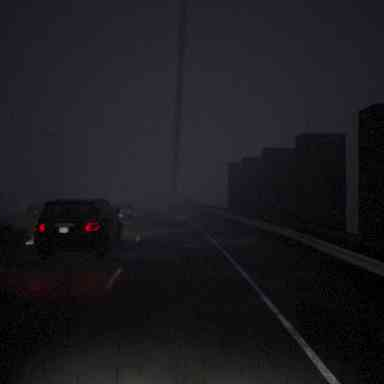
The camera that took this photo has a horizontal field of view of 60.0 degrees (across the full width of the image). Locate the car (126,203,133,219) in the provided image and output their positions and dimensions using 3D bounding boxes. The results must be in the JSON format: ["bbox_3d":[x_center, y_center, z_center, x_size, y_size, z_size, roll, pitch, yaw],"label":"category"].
[{"bbox_3d":[-6.098,1.634,29.140,1.895,1.301,4.718,0,0,-9],"label":"car"}]

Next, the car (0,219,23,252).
[{"bbox_3d":[-7.500,1.566,11.502,2.033,1.411,5.357,0,0,-4],"label":"car"}]

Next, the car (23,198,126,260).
[{"bbox_3d":[-4.090,1.239,12.764,2.150,2.045,5.566,0,0,-4],"label":"car"}]

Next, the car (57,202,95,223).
[{"bbox_3d":[-9.309,1.582,27.097,2.033,1.411,5.357,0,0,-9],"label":"car"}]
